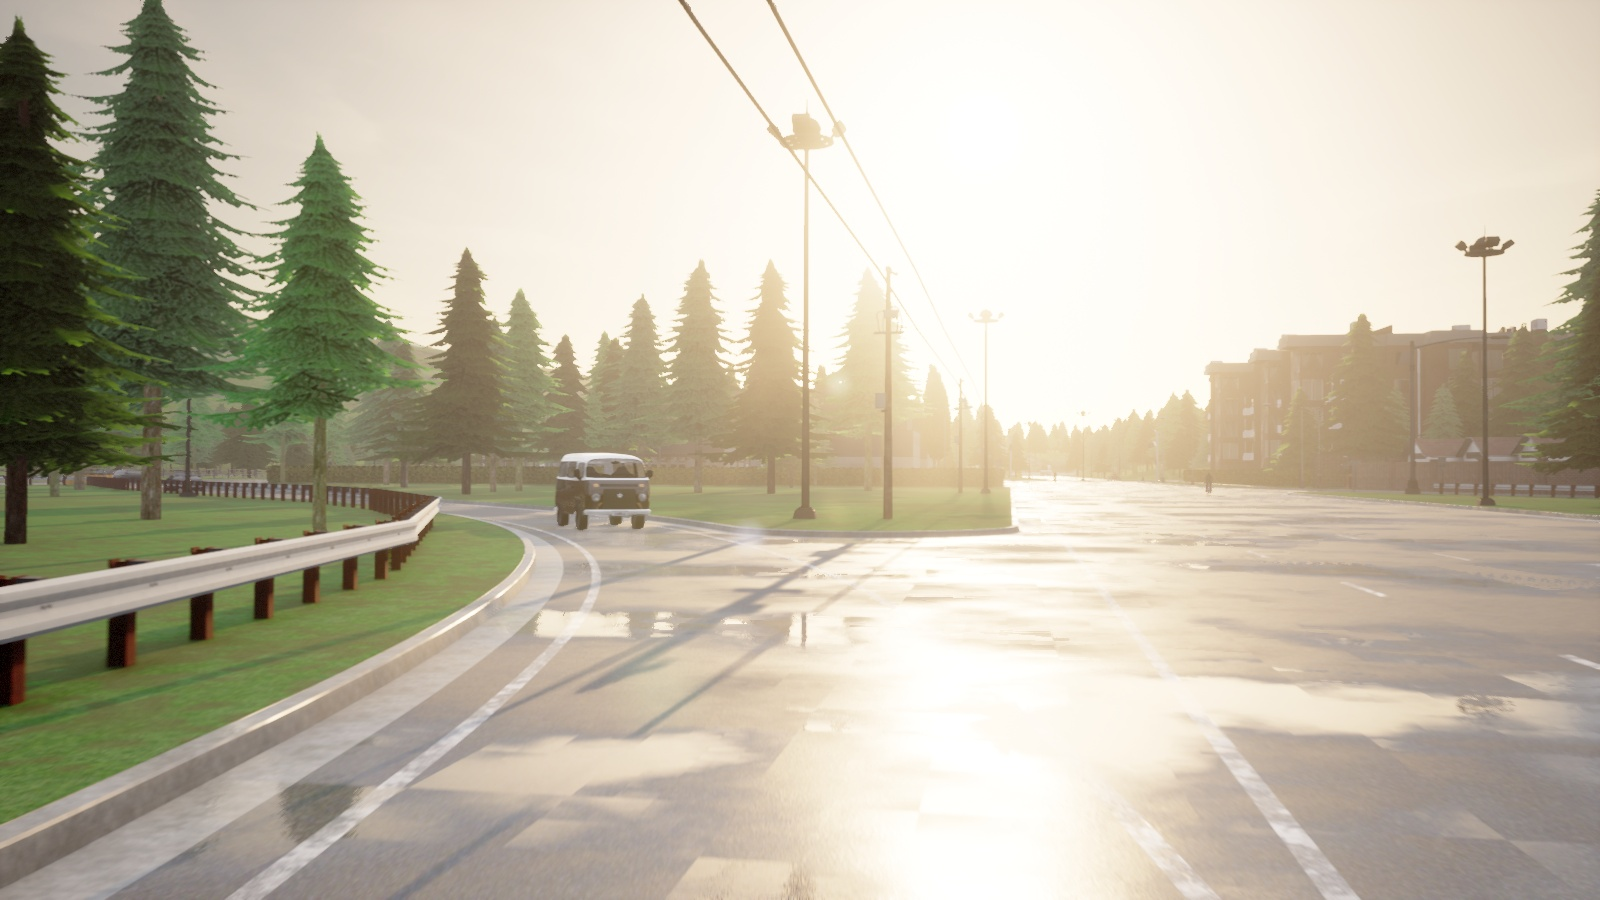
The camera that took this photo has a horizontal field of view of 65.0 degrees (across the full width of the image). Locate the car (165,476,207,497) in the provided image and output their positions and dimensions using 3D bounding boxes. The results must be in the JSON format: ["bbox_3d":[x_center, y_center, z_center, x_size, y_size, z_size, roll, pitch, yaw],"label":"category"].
[{"bbox_3d":[-42.596,2.508,87.055,1.994,1.385,4.181,0,-1,-35],"label":"car"}]

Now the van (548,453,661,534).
[{"bbox_3d":[-5.362,1.128,33.907,2.069,2.038,4.480,0,-1,-22],"label":"van"}]
